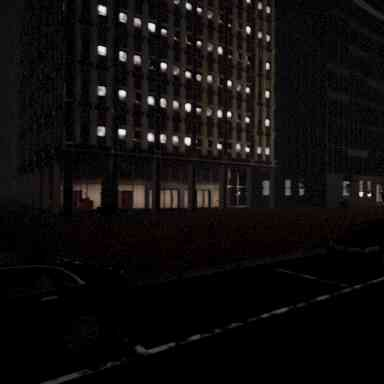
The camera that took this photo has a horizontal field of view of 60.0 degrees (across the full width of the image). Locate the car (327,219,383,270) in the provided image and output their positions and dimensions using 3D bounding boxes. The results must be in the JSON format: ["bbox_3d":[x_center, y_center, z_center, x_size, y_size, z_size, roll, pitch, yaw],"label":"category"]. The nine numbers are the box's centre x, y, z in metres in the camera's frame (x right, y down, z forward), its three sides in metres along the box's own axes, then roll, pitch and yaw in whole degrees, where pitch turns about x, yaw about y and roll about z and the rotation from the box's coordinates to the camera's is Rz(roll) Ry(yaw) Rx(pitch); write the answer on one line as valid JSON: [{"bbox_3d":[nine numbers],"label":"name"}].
[{"bbox_3d":[6.221,1.590,10.990,4.206,1.307,1.802,0,0,-36],"label":"car"}]

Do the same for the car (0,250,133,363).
[{"bbox_3d":[-2.966,1.551,4.435,4.403,1.369,2.008,0,0,-36],"label":"car"}]
